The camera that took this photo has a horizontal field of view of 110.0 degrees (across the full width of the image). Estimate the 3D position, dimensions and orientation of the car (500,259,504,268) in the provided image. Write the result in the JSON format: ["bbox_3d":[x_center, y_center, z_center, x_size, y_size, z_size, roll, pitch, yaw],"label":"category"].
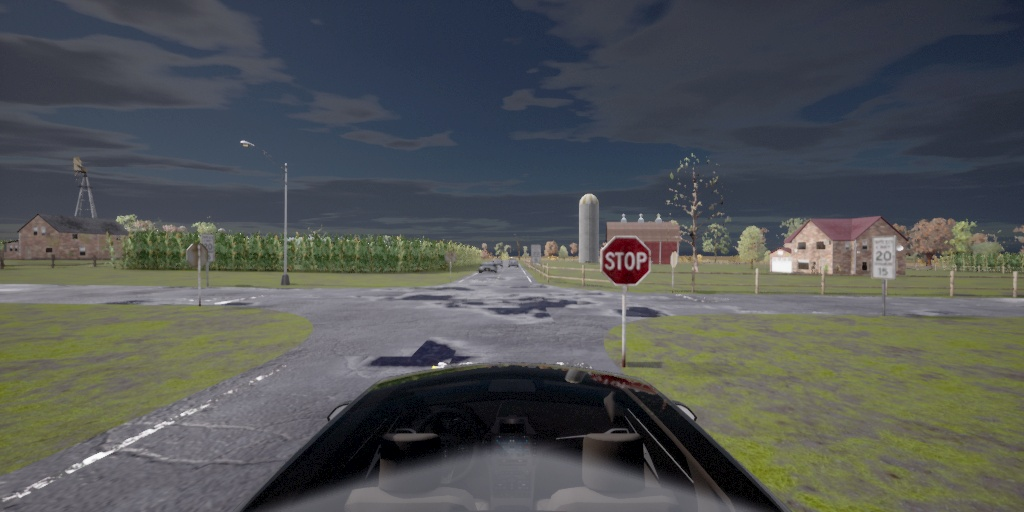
[{"bbox_3d":[-2.577,1.288,63.790,1.837,1.490,4.892,0,-1,1],"label":"car"}]

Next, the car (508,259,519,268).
[{"bbox_3d":[0.261,1.328,63.396,2.033,1.411,5.357,0,0,1],"label":"car"}]

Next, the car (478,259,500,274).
[{"bbox_3d":[-2.716,1.320,41.018,1.994,1.385,4.181,0,0,0],"label":"car"}]
